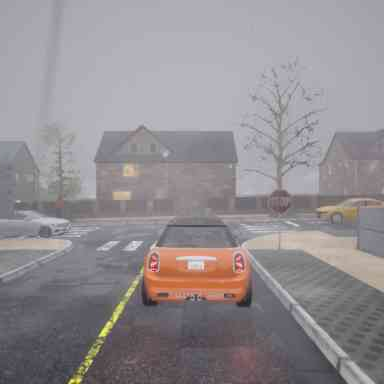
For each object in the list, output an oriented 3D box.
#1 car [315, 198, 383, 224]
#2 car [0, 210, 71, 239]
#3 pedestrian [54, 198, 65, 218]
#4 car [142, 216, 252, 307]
[{"bbox_3d":[10.515,1.159,21.383,5.008,1.535,1.882,-1,1,0],"label":"car"},{"bbox_3d":[-8.964,1.715,18.043,4.674,1.442,1.812,-1,1,6],"label":"car"},{"bbox_3d":[-9.699,1.257,24.218,0.375,1.860,0.375,0,2,0],"label":"pedestrian"},{"bbox_3d":[0.155,1.351,8.158,2.097,1.767,4.553,0,0,2],"label":"car"}]
